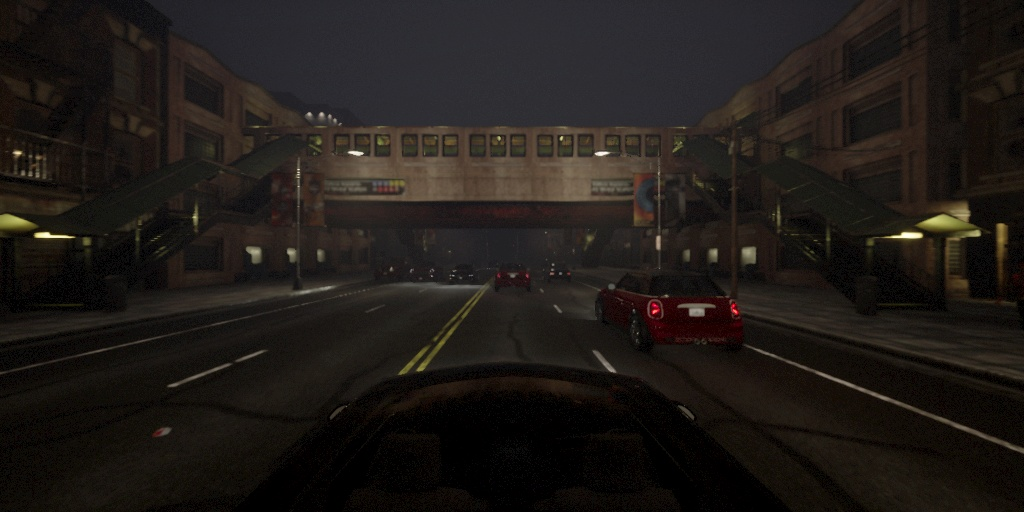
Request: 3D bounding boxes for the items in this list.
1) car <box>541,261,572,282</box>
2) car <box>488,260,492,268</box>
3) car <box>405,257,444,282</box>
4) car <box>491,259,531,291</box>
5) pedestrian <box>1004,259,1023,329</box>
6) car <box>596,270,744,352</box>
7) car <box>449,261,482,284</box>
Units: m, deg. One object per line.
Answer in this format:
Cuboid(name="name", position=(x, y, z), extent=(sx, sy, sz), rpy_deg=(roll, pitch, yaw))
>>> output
Cuboid(name="car", position=(3.613, 1.356, 29.176), extent=(2.033, 1.411, 5.357), rpy_deg=(0, 0, 0))
Cuboid(name="car", position=(-3.344, 1.386, 65.076), extent=(1.837, 1.490, 4.892), rpy_deg=(0, 0, 1))
Cuboid(name="car", position=(-7.067, 1.162, 30.032), extent=(2.097, 1.767, 4.553), rpy_deg=(0, 0, 0))
Cuboid(name="car", position=(0.063, 1.145, 22.180), extent=(2.097, 1.767, 4.553), rpy_deg=(0, 0, 0))
Cuboid(name="pedestrian", position=(9.615, 0.902, 6.646), extent=(0.375, 1.860, 0.375), rpy_deg=(0, 0, 0))
Cuboid(name="car", position=(3.604, 1.118, 9.116), extent=(2.097, 1.767, 4.553), rpy_deg=(0, 0, 0))
Cuboid(name="car", position=(-3.578, 1.311, 27.405), extent=(1.837, 1.490, 4.892), rpy_deg=(0, -1, 0))
